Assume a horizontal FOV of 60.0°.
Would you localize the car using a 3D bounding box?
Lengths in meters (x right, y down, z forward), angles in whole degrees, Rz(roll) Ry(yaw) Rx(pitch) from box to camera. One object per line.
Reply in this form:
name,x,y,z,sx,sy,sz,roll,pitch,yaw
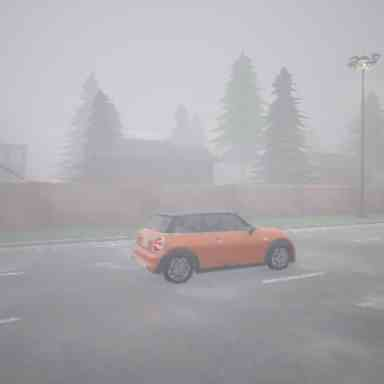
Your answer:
car,0.707,1.280,9.398,4.553,1.767,2.097,0,1,-26
